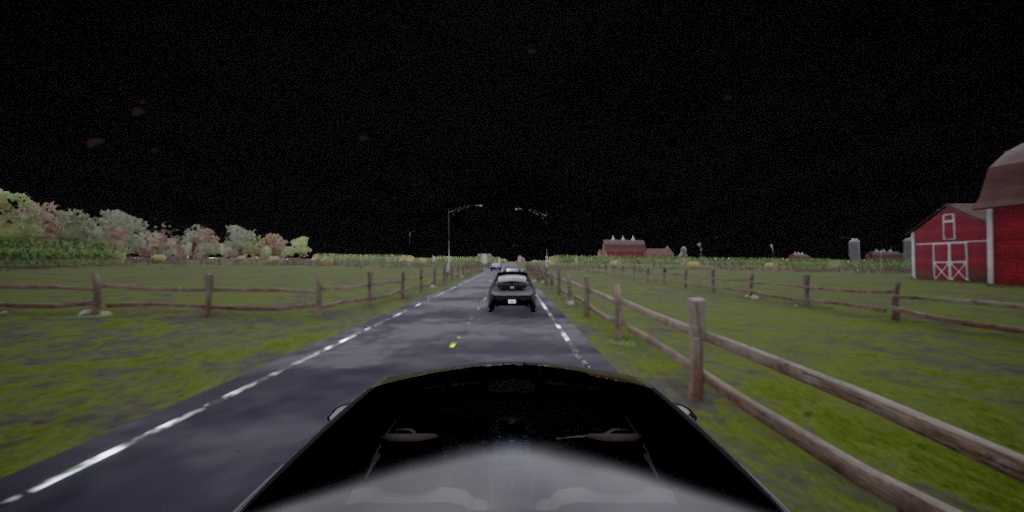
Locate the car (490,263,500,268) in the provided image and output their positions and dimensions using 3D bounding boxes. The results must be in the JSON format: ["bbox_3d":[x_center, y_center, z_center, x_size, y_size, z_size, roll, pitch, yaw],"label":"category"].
[{"bbox_3d":[-2.770,1.872,62.666,1.882,1.535,5.008,0,-1,1],"label":"car"}]

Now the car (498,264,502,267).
[{"bbox_3d":[0.025,1.614,30.308,1.994,1.385,4.181,0,-1,0],"label":"car"}]

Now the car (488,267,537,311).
[{"bbox_3d":[0.021,1.400,15.343,1.837,1.490,4.892,0,0,0],"label":"car"}]
